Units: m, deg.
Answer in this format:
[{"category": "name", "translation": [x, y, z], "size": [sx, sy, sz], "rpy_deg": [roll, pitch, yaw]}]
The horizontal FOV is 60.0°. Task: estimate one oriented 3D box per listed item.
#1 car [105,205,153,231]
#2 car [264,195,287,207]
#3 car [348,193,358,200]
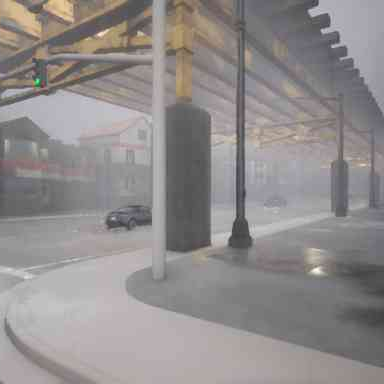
[{"category": "car", "translation": [-3.358, 1.495, 20.774], "size": [1.994, 1.385, 4.181], "rpy_deg": [0, 0, 35]}, {"category": "car", "translation": [12.378, 1.313, 49.119], "size": [2.097, 1.767, 4.553], "rpy_deg": [0, 1, 35]}, {"category": "car", "translation": [35.793, 1.026, 76.203], "size": [2.033, 1.411, 5.357], "rpy_deg": [0, 1, 35]}]
